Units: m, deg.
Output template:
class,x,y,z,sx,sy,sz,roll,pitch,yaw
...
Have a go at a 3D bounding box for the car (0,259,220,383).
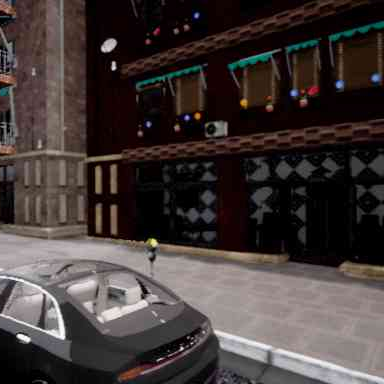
class,x,y,z,sx,sy,sz,roll,pitch,yaw
car,-1.769,1.531,4.148,4.403,1.369,2.008,0,-1,35
